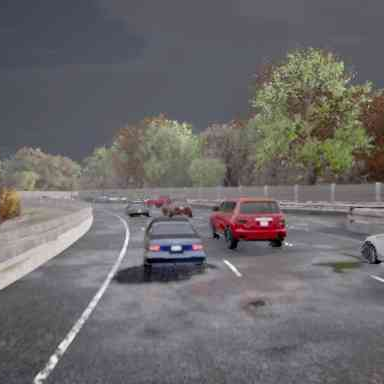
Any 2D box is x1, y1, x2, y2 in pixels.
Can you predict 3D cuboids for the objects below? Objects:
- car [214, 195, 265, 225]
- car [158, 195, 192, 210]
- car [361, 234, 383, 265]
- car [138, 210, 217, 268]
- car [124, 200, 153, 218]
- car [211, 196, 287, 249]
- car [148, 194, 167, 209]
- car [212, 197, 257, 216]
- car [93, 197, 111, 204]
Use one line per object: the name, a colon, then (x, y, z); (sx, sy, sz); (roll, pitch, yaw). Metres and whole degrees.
car: (3.597, 1.300, 26.477); (2.150, 2.045, 5.566); (0, 0, -14)
car: (-1.529, 1.467, 31.676); (2.097, 1.767, 4.553); (0, 0, -17)
car: (6.524, 1.532, 8.847); (1.812, 1.442, 4.674); (0, 0, -5)
car: (-0.761, 1.591, 11.566); (2.033, 1.411, 5.357); (0, 0, -8)
car: (-5.383, 1.695, 32.244); (1.994, 1.385, 4.181); (0, 0, -18)
car: (2.304, 1.265, 14.937); (2.150, 2.045, 5.566); (0, 0, -8)
car: (-5.024, 1.368, 49.863); (2.150, 2.045, 5.566); (0, 0, -28)
car: (4.350, 1.430, 34.687); (2.097, 1.767, 4.553); (0, 0, -34)
car: (-19.431, 1.858, 71.841); (2.033, 1.411, 5.357); (0, 0, -40)
